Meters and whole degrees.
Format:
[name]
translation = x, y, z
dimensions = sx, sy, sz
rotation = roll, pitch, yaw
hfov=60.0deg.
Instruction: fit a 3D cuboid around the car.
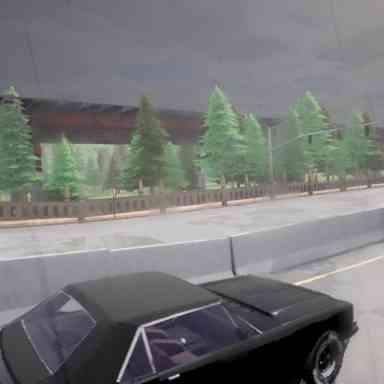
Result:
[car]
translation = -0.237, 1.590, 3.582
dimensions = 4.718, 1.301, 1.895
rotation = -1, 0, -36
